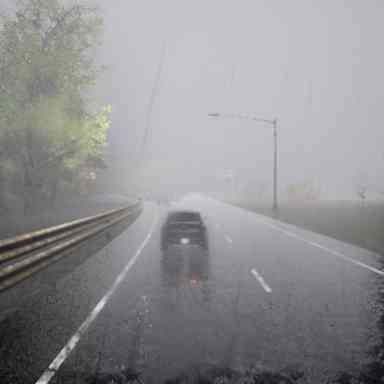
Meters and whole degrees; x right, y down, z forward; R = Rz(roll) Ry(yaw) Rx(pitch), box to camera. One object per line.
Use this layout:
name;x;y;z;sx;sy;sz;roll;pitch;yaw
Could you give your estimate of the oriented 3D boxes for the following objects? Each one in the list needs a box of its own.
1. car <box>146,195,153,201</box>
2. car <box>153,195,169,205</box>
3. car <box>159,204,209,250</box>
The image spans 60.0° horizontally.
car;-9.673;1.442;78.184;1.812;1.442;4.674;0;0;-14
car;-5.022;1.439;56.296;2.128;1.511;4.902;0;0;-10
car;-0.354;1.494;14.306;1.837;1.490;4.892;0;0;-2
